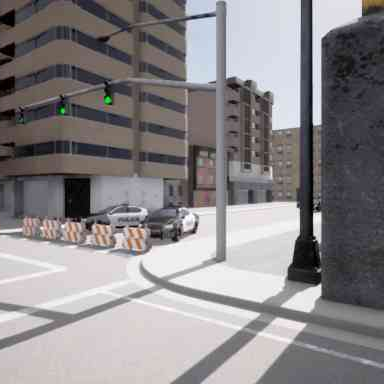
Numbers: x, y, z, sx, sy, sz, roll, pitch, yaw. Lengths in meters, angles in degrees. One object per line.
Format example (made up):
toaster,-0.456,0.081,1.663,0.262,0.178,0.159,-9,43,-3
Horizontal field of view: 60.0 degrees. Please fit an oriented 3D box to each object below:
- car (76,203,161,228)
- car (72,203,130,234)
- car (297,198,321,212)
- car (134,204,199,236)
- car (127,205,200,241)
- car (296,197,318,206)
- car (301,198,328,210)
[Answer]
car,-4.248,1.293,19.381,4.536,1.218,1.853,0,0,-29
car,-4.293,1.451,19.355,4.974,1.542,2.038,0,0,-29
car,14.184,1.451,38.436,2.038,1.542,4.974,0,0,36
car,-1.088,1.294,16.718,1.853,1.218,4.536,0,0,16
car,-1.102,1.451,16.668,2.038,1.542,4.974,0,0,16
car,16.427,1.293,47.395,1.853,1.218,4.536,0,0,36
car,14.214,1.294,38.479,1.853,1.218,4.536,0,0,36
